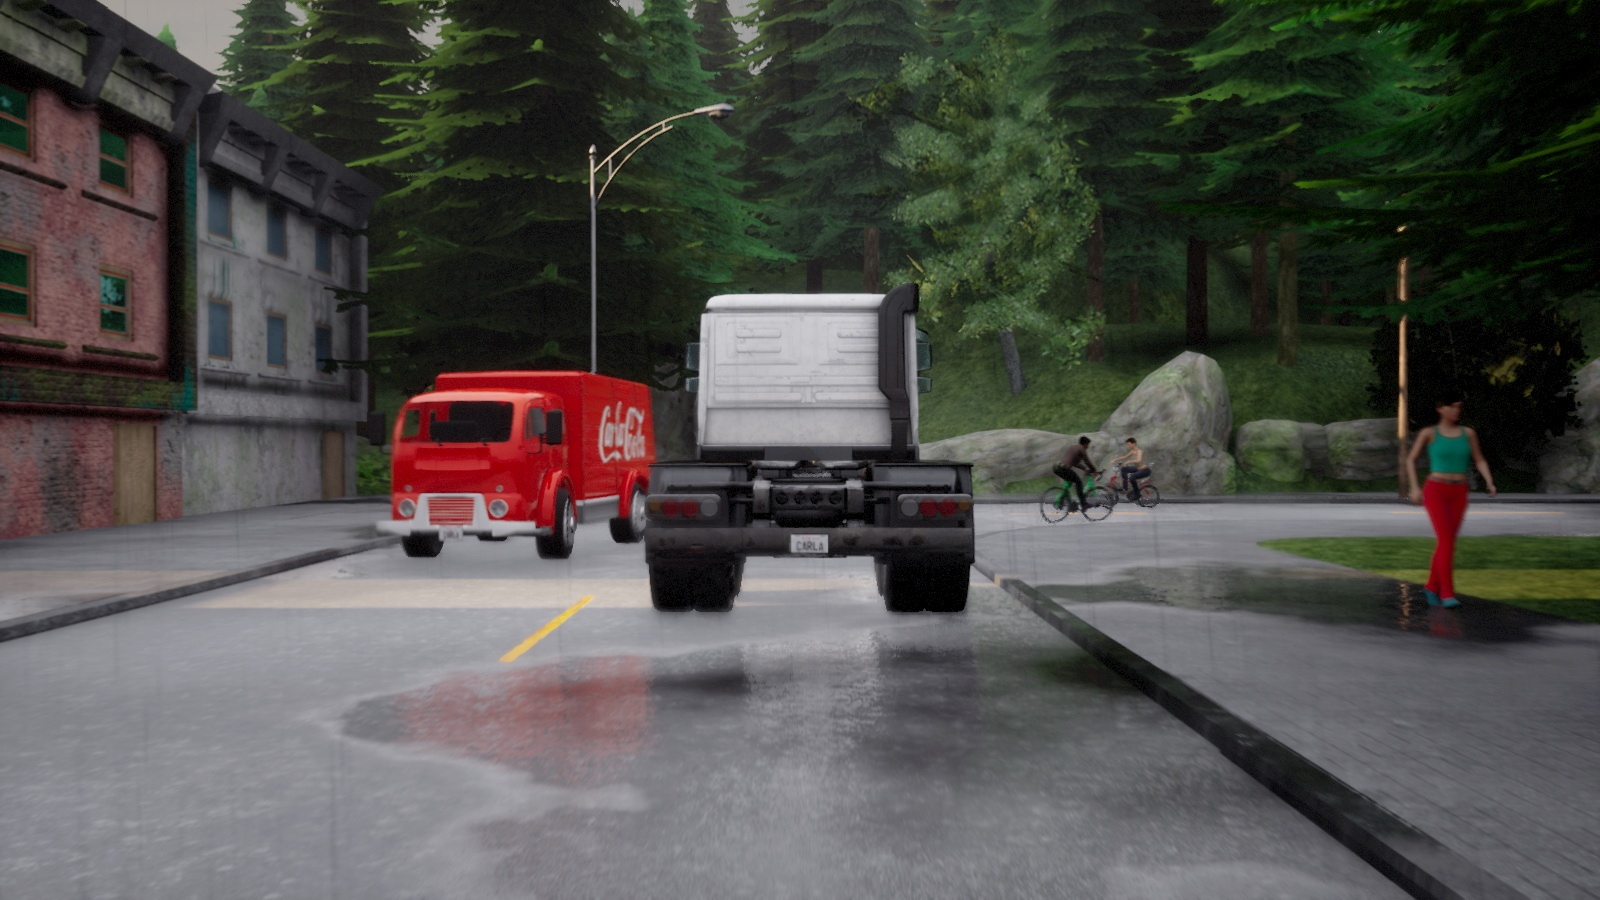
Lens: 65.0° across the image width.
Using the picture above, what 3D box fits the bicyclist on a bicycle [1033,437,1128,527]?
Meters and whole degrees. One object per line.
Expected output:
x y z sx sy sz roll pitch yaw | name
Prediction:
5.222 0.573 23.363 1.656 1.620 0.582 0 2 -24 | bicyclist on a bicycle

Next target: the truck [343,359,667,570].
-3.794 0.159 17.455 2.627 2.467 5.204 0 0 9 | truck

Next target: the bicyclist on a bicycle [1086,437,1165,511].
7.300 0.530 28.198 1.509 1.612 0.866 0 1 -6 | bicyclist on a bicycle

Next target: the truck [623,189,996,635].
0.094 -0.313 13.730 2.891 3.462 7.936 0 0 0 | truck

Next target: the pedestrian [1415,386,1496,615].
5.390 0.402 10.340 0.345 1.836 0.594 0 0 0 | pedestrian
